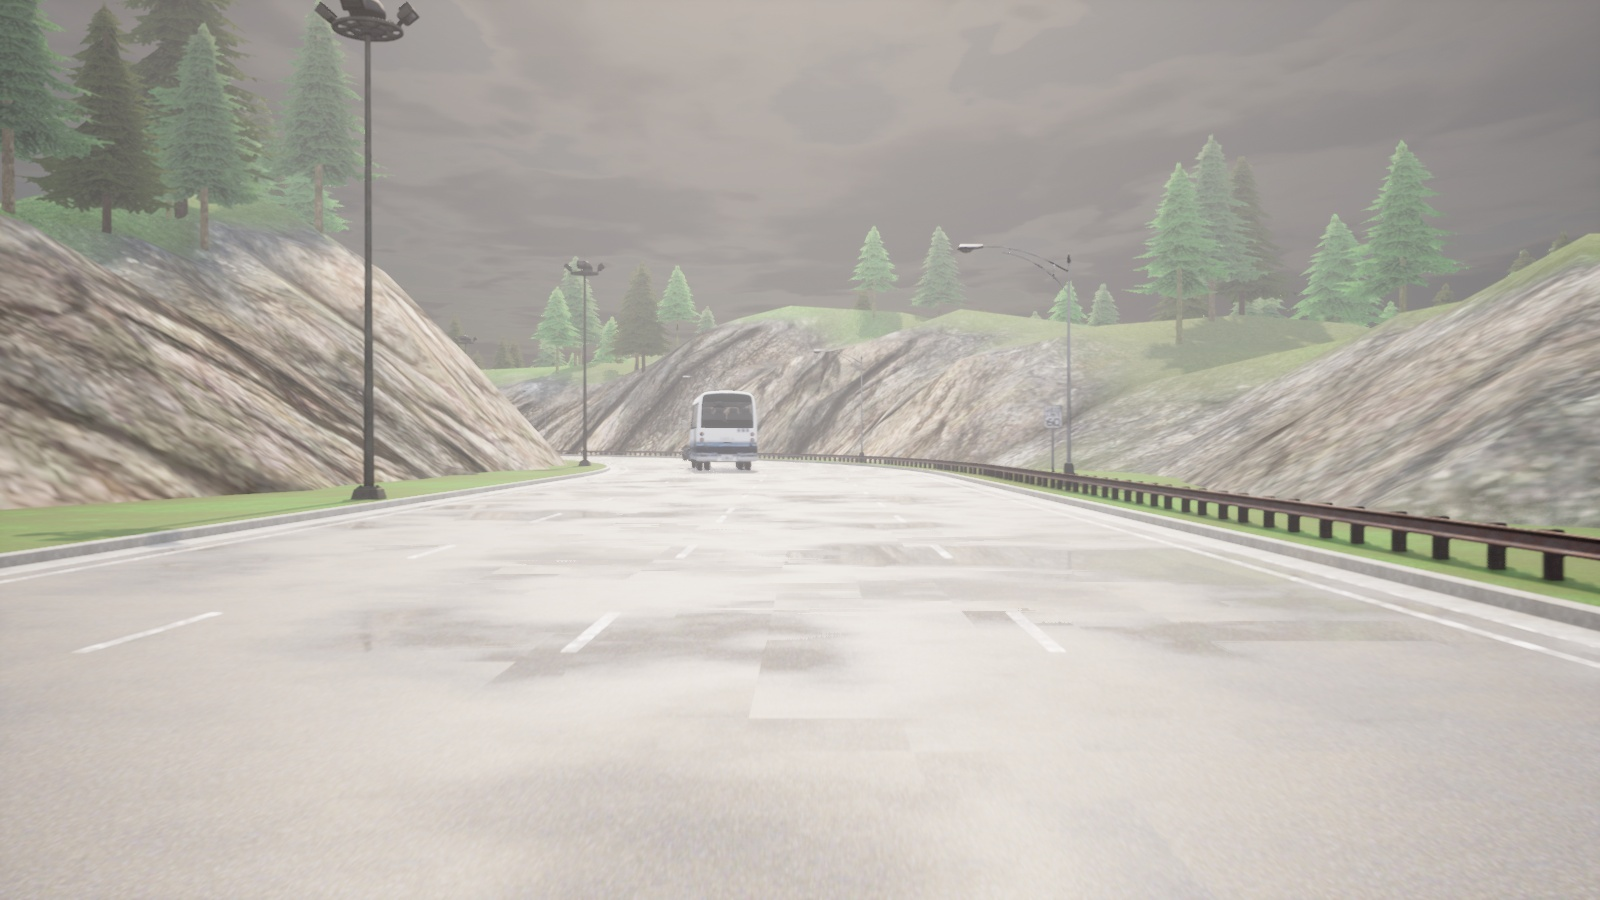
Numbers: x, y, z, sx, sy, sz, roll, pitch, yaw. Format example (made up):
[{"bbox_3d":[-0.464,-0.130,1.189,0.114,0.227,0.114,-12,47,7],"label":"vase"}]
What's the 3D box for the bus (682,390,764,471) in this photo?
[{"bbox_3d":[-4.569,-1.038,71.676,3.944,4.253,10.273,0,0,-7],"label":"bus"}]
